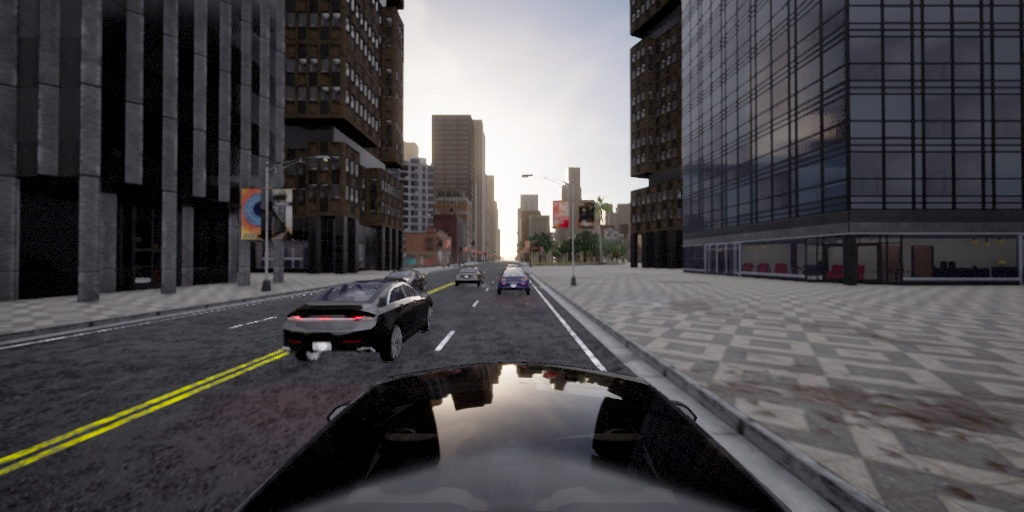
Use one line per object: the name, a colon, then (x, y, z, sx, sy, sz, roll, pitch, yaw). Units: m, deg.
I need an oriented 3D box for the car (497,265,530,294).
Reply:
car: (0.095, 1.456, 21.606, 1.812, 1.442, 4.674, 0, -1, 0)

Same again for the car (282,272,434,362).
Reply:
car: (-3.152, 1.304, 8.370, 2.128, 1.511, 4.902, 0, -1, 0)

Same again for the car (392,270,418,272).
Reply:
car: (-6.505, 1.543, 21.619, 2.033, 1.411, 5.357, 0, -1, 0)

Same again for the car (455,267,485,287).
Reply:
car: (-3.156, 1.528, 27.390, 2.033, 1.411, 5.357, 0, -1, 0)
